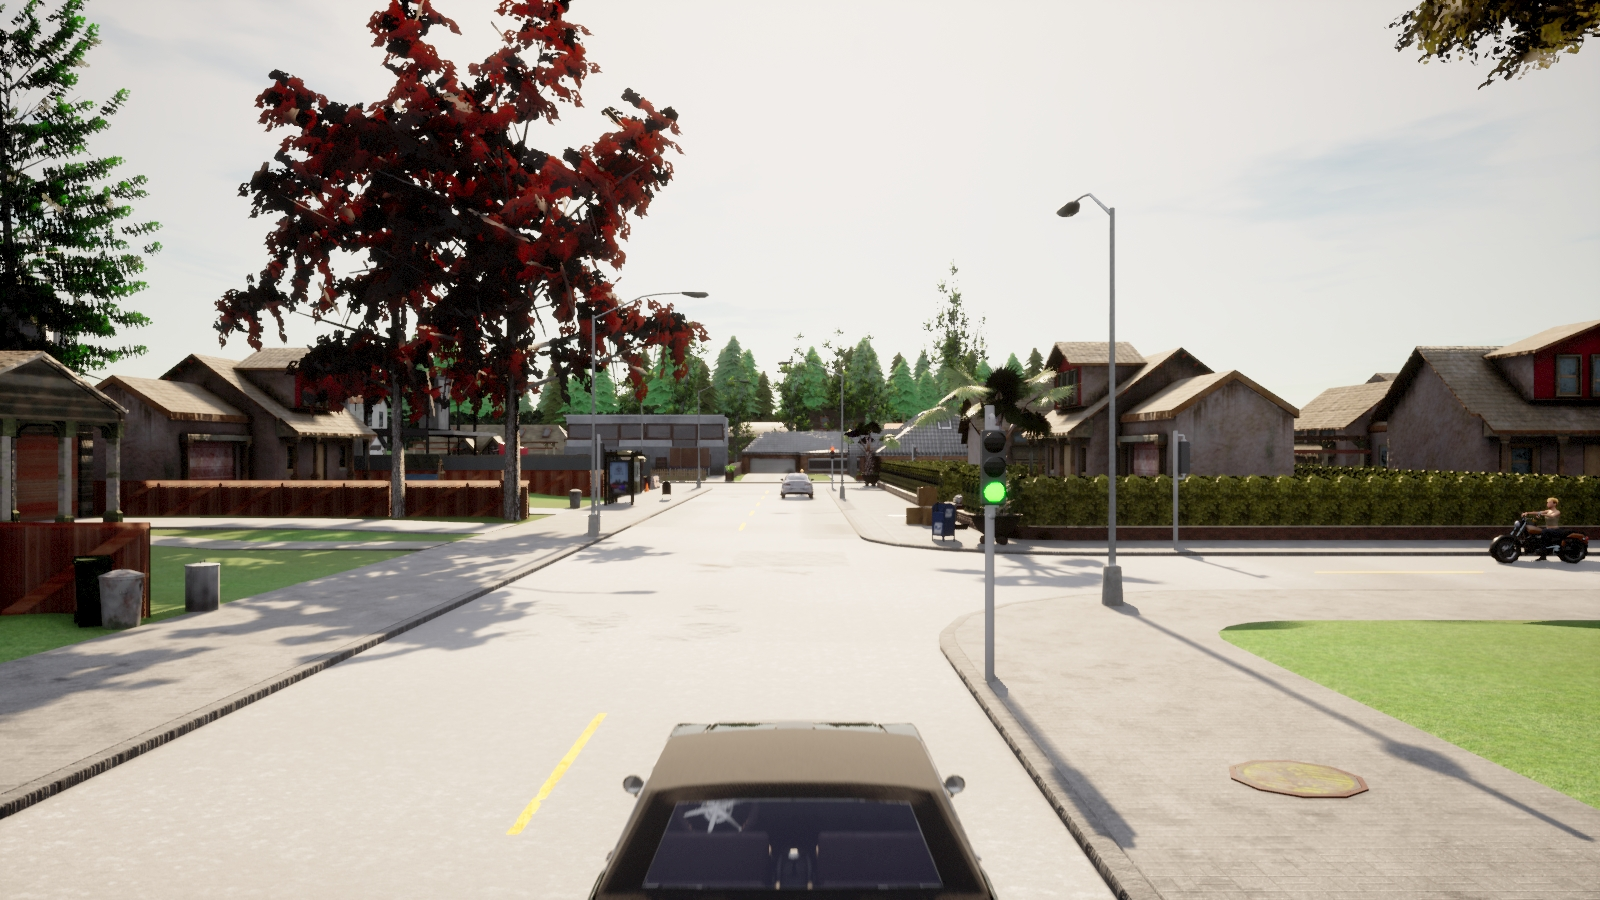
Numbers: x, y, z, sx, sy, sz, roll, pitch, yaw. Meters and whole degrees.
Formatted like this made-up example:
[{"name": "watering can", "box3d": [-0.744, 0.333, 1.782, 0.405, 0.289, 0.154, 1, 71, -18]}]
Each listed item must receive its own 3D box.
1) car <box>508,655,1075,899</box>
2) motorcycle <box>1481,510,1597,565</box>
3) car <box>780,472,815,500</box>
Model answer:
[{"name": "car", "box3d": [-0.032, 2.155, 6.032, 1.895, 1.301, 4.718, 0, 0, 0]}, {"name": "motorcycle", "box3d": [18.237, 2.155, 28.222, 2.356, 1.307, 0.764, 0, 0, 0]}, {"name": "car", "box3d": [-0.164, 2.081, 66.907, 2.002, 1.442, 4.674, 0, 0, 0]}]
